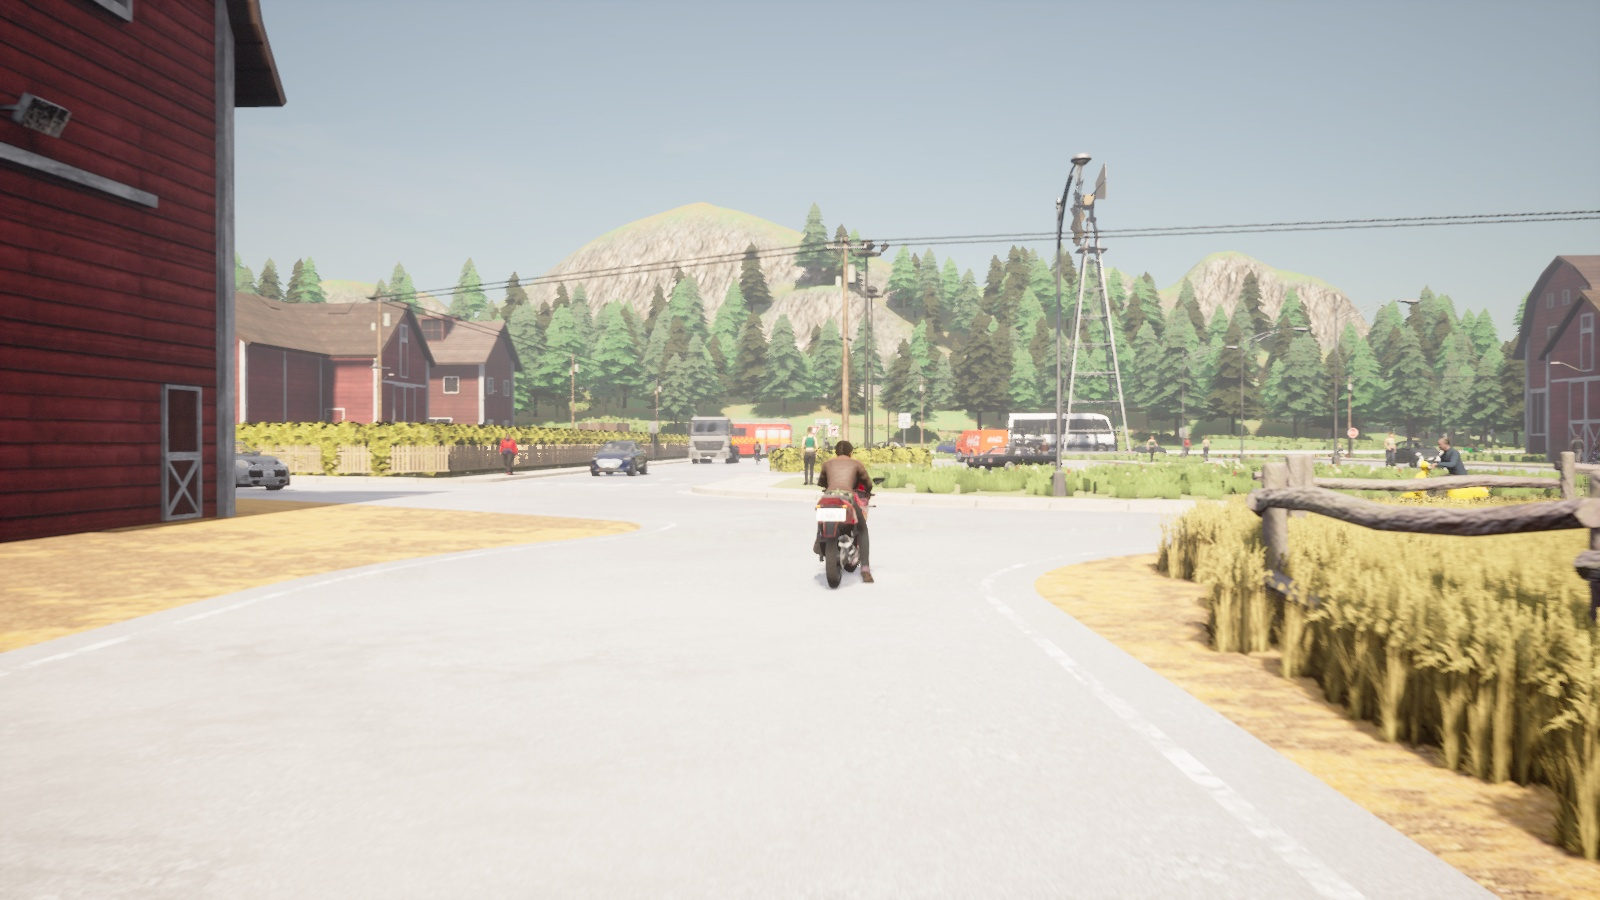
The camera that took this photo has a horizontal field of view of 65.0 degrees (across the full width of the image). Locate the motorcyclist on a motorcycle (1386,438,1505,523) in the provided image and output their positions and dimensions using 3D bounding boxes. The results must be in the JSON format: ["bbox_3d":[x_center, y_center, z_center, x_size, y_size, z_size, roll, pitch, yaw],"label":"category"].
[{"bbox_3d":[12.305,0.575,23.995,1.817,1.590,0.866,0,0,4],"label":"motorcyclist on a motorcycle"}]

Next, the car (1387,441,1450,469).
[{"bbox_3d":[36.085,0.260,73.322,1.851,1.617,3.988,0,0,3],"label":"car"}]

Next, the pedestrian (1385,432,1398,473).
[{"bbox_3d":[26.893,0.102,57.096,0.345,1.836,0.594,0,0,2],"label":"pedestrian"}]

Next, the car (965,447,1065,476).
[{"bbox_3d":[10.050,0.525,58.538,4.718,1.301,1.895,0,0,-38],"label":"car"}]

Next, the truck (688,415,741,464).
[{"bbox_3d":[-6.156,-0.756,91.538,2.891,3.462,7.936,0,0,3],"label":"truck"}]

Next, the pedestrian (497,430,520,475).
[{"bbox_3d":[-12.026,0.100,51.804,0.634,1.844,0.899,0,0,10],"label":"pedestrian"}]

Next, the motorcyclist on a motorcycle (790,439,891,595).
[{"bbox_3d":[0.472,0.654,13.451,0.797,1.523,2.044,0,1,10],"label":"motorcyclist on a motorcycle"}]

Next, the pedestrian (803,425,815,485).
[{"bbox_3d":[0.288,0.159,39.040,0.345,1.836,0.594,0,0,-3],"label":"pedestrian"}]

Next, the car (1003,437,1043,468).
[{"bbox_3d":[13.894,0.132,78.562,1.932,1.855,4.605,0,0,3],"label":"car"}]

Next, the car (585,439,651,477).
[{"bbox_3d":[-8.224,0.348,57.196,2.033,1.649,4.856,0,0,3],"label":"car"}]

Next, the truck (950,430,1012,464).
[{"bbox_3d":[13.406,-0.256,93.406,2.627,2.467,5.204,0,0,-17],"label":"truck"}]

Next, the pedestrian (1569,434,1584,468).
[{"bbox_3d":[43.426,0.041,70.207,0.563,1.883,0.849,0,0,21],"label":"pedestrian"}]

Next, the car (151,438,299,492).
[{"bbox_3d":[-16.660,0.393,36.378,3.806,1.475,1.970,0,1,27],"label":"car"}]
